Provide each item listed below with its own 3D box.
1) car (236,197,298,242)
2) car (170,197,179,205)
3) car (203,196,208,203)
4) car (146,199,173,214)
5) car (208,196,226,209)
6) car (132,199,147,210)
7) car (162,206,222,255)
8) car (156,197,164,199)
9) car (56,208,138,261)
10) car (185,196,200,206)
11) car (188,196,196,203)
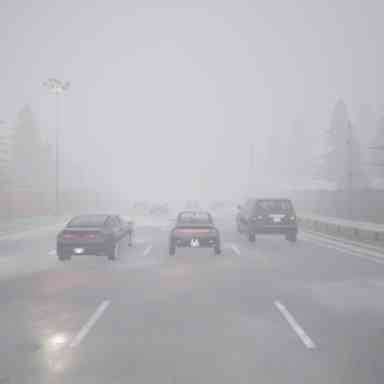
[{"bbox_3d":[3.595,1.263,16.732,2.150,2.045,5.566,0,0,0],"label":"car"},{"bbox_3d":[-3.512,1.719,63.949,1.994,1.385,4.181,0,0,0],"label":"car"},{"bbox_3d":[3.486,1.658,73.950,1.882,1.535,5.008,0,0,0],"label":"car"},{"bbox_3d":[-3.407,1.688,35.745,1.895,1.301,4.718,0,0,0],"label":"car"},{"bbox_3d":[3.590,1.639,46.635,1.812,1.442,4.674,0,0,0],"label":"car"},{"bbox_3d":[-6.911,1.636,45.179,1.812,1.442,4.674,0,0,0],"label":"car"},{"bbox_3d":[0.097,1.525,13.550,2.128,1.511,4.902,0,0,0],"label":"car"},{"bbox_3d":[-7.014,1.777,74.395,1.895,1.301,4.718,0,0,0],"label":"car"},{"bbox_3d":[-3.403,1.534,12.429,1.837,1.490,4.892,0,-1,0],"label":"car"},{"bbox_3d":[0.090,1.676,46.292,1.994,1.385,4.181,0,0,0],"label":"car"},{"bbox_3d":[-0.014,1.706,74.366,1.812,1.442,4.674,0,0,0],"label":"car"}]
